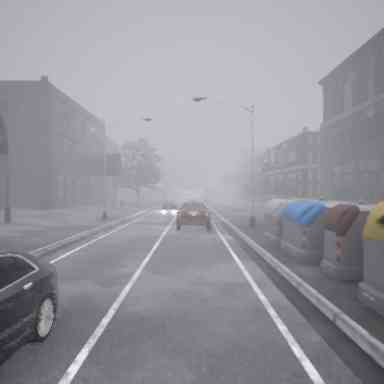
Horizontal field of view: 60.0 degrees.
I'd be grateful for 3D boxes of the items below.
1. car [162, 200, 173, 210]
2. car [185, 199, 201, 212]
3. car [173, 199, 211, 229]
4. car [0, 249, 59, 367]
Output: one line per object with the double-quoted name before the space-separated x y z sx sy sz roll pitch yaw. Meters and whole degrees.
"car" -3.095 1.723 45.922 1.895 1.301 4.718 0 0 0
"car" 0.087 1.602 40.355 1.837 1.490 4.892 0 0 0
"car" 0.092 1.371 21.838 2.097 1.767 4.553 0 0 0
"car" -3.100 1.500 3.619 1.837 1.490 4.892 0 0 0
